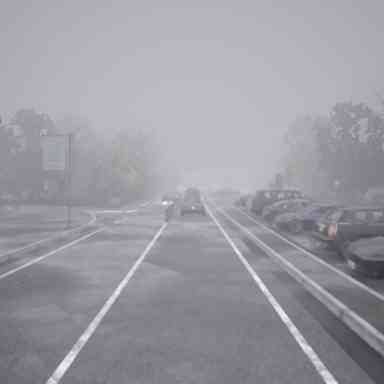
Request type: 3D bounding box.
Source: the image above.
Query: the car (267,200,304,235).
[{"bbox_3d":[6.622,1.314,17.027,4.792,1.488,2.163,0,1,0],"label":"car"}]

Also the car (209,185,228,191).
[{"bbox_3d":[6.958,-1.183,88.484,4.892,1.521,2.231,0,3,0],"label":"car"}]

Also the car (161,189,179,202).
[{"bbox_3d":[-3.359,0.641,48.644,1.994,1.385,4.181,0,3,0],"label":"car"}]

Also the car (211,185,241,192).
[{"bbox_3d":[6.795,-0.122,66.312,5.008,1.535,2.097,0,3,0],"label":"car"}]

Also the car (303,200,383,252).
[{"bbox_3d":[6.571,1.281,11.443,4.553,1.767,2.185,0,1,0],"label":"car"}]

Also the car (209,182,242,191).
[{"bbox_3d":[6.840,-0.508,69.072,5.566,2.045,2.435,0,3,0],"label":"car"}]

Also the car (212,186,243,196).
[{"bbox_3d":[6.738,0.043,63.541,4.792,1.488,2.163,0,3,0],"label":"car"}]

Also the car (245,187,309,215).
[{"bbox_3d":[6.728,0.866,22.583,5.566,2.045,2.435,0,2,1],"label":"car"}]

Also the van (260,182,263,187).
[{"bbox_3d":[20.117,-1.163,82.914,4.442,1.987,1.878,0,3,0],"label":"van"}]

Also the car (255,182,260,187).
[{"bbox_3d":[20.072,-1.155,88.331,4.792,1.488,2.163,0,2,0],"label":"car"}]

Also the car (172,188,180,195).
[{"bbox_3d":[-3.289,-0.094,64.908,2.033,1.411,5.357,0,3,0],"label":"car"}]

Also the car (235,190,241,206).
[{"bbox_3d":[6.802,0.827,30.946,4.792,1.488,2.163,0,2,1],"label":"car"}]

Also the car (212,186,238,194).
[{"bbox_3d":[7.019,-0.396,71.856,5.366,1.575,1.946,0,3,0],"label":"car"}]

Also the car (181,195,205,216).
[{"bbox_3d":[0.086,1.181,28.045,1.994,1.385,4.181,0,1,0],"label":"car"}]

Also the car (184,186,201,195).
[{"bbox_3d":[0.076,0.408,46.094,2.150,2.045,5.566,0,2,0],"label":"car"}]

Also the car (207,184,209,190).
[{"bbox_3d":[6.691,-0.666,77.404,5.366,1.575,1.946,0,3,0],"label":"car"}]

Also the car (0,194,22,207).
[{"bbox_3d":[-23.770,1.072,42.236,5.008,1.535,1.882,0,-1,26],"label":"car"}]

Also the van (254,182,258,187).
[{"bbox_3d":[19.956,-1.526,91.071,4.442,1.987,1.878,0,2,0],"label":"van"}]

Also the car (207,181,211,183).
[{"bbox_3d":[7.017,-1.427,91.255,4.553,1.767,2.185,0,2,0],"label":"car"}]

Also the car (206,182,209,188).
[{"bbox_3d":[6.736,-0.940,83.071,5.366,1.575,1.946,0,3,0],"label":"car"}]

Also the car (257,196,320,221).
[{"bbox_3d":[6.669,1.207,19.804,4.892,1.521,2.231,0,2,0],"label":"car"}]

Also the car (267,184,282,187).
[{"bbox_3d":[19.727,-0.397,71.737,5.366,1.575,1.946,0,3,0],"label":"car"}]

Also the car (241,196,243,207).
[{"bbox_3d":[6.779,0.786,28.156,4.553,1.767,2.185,0,2,0],"label":"car"}]

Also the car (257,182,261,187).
[{"bbox_3d":[20.051,-1.037,85.694,4.792,1.488,2.163,0,3,0],"label":"car"}]

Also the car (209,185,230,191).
[{"bbox_3d":[7.128,-1.064,85.718,5.366,1.575,1.946,0,3,0],"label":"car"}]

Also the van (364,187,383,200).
[{"bbox_3d":[19.750,0.452,33.687,4.442,1.987,1.878,-1,2,0],"label":"van"}]

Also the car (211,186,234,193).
[{"bbox_3d":[6.861,-0.527,74.631,4.892,1.521,2.231,0,3,0],"label":"car"}]

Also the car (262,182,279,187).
[{"bbox_3d":[19.984,-0.915,77.256,5.566,2.045,2.435,0,3,0],"label":"car"}]

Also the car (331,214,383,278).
[{"bbox_3d":[6.549,1.484,8.659,4.792,1.488,2.163,0,1,0],"label":"car"}]

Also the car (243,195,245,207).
[{"bbox_3d":[6.718,1.019,25.384,5.008,1.535,2.097,0,2,0],"label":"car"}]

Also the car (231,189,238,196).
[{"bbox_3d":[6.767,0.712,33.727,4.792,1.488,2.163,0,2,0],"label":"car"}]

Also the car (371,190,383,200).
[{"bbox_3d":[19.856,0.827,31.025,4.674,1.452,2.002,0,2,1],"label":"car"}]

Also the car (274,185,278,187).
[{"bbox_3d":[19.888,-0.219,68.971,4.674,1.452,2.002,0,3,0],"label":"car"}]

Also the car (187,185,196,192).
[{"bbox_3d":[-0.012,-0.846,81.689,2.128,1.511,4.902,0,2,0],"label":"car"}]

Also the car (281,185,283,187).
[{"bbox_3d":[19.879,-0.120,63.553,4.553,1.767,2.185,0,3,0],"label":"car"}]

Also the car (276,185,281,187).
[{"bbox_3d":[19.839,-0.094,66.204,4.792,1.488,2.163,0,3,0],"label":"car"}]
